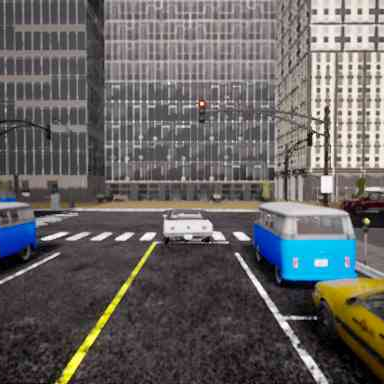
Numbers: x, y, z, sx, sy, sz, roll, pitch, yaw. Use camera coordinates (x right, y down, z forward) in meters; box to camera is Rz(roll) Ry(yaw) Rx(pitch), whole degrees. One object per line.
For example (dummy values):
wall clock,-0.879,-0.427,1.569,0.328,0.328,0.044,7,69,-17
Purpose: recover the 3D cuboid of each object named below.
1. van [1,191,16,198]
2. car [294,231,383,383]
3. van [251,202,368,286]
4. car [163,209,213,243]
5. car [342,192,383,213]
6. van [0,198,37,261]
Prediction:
van,-17.138,0.777,28.280,3.998,1.788,1.690,0,1,0
car,2.682,1.473,3.324,1.752,1.417,4.829,-1,1,0
van,2.682,1.207,8.752,1.690,1.788,3.998,-1,1,0
car,-0.356,1.393,14.786,1.895,1.301,4.718,0,0,-6
car,15.251,0.922,28.075,5.009,1.841,2.192,0,1,0
van,-5.698,1.206,8.784,1.690,1.788,3.998,-1,1,0
